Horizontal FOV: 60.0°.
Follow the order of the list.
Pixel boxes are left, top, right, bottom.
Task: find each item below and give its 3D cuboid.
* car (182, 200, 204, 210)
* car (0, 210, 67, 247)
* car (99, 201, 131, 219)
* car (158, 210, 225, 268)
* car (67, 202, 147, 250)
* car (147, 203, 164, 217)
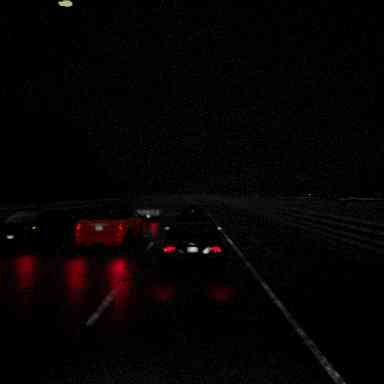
[{"bbox_3d":[0.073,1.498,31.461,1.882,1.535,5.008,0,0,0],"label":"car"},{"bbox_3d":[-6.931,1.512,14.997,1.812,1.442,4.674,0,0,-1],"label":"car"},{"bbox_3d":[-6.931,1.566,30.372,1.994,1.385,4.181,0,0,0],"label":"car"},{"bbox_3d":[0.043,1.551,11.189,2.033,1.411,5.357,0,0,1],"label":"car"},{"bbox_3d":[-3.436,1.357,14.457,2.097,1.767,4.553,0,0,0],"label":"car"},{"bbox_3d":[-3.442,1.618,28.517,1.895,1.301,4.718,0,0,0],"label":"car"}]
